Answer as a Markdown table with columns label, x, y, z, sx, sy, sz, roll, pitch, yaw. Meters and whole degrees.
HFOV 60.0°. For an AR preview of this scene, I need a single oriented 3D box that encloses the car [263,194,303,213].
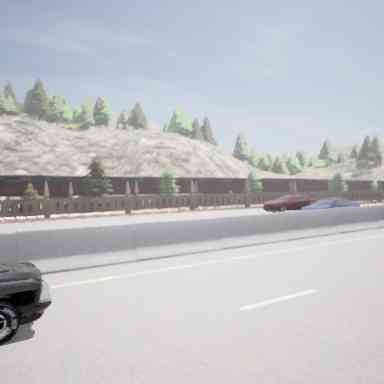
| label | x | y | z | sx | sy | sz | roll | pitch | yaw |
| --- | --- | --- | --- | --- | --- | --- | --- | --- | --- |
| car | 8.398 | 0.971 | 28.465 | 5.008 | 1.535 | 1.882 | -1 | 1 | -26 |

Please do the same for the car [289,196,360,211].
| label | x | y | z | sx | sy | sz | roll | pitch | yaw |
| --- | --- | --- | --- | --- | --- | --- | --- | --- | --- |
| car | 8.573 | 1.110 | 20.698 | 4.674 | 1.442 | 1.812 | -1 | 1 | -28 |

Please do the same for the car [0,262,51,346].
| label | x | y | z | sx | sy | sz | roll | pitch | yaw |
| --- | --- | --- | --- | --- | --- | --- | --- | --- | --- |
| car | -4.596 | 1.622 | 4.726 | 4.718 | 1.301 | 1.895 | -1 | 1 | -31 |
